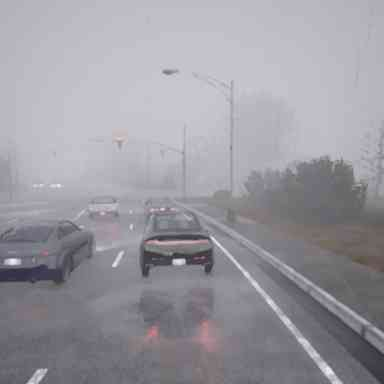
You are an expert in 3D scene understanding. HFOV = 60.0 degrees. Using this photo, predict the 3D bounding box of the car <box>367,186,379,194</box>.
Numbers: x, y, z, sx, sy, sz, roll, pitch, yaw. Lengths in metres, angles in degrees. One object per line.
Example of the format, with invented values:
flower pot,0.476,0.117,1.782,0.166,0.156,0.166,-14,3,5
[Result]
car,33.137,-0.398,62.889,4.892,1.490,1.837,2,3,-24

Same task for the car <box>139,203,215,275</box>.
car,-0.546,1.314,9.936,2.128,1.511,4.902,0,1,-6

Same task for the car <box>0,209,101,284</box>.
car,-4.005,1.421,9.149,1.994,1.385,4.181,0,1,-5

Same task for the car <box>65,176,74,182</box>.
car,-32.127,-3.229,84.974,1.882,1.535,5.008,-2,4,-27

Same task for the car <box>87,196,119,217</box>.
car,-5.949,0.933,22.767,1.895,1.301,4.718,-1,3,-11

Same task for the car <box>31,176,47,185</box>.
car,-32.816,-2.257,70.978,1.994,1.385,4.181,-2,4,-27

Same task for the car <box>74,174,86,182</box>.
car,-29.026,-3.590,86.575,2.150,2.045,5.566,-2,4,-27

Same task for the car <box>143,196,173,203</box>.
car,-2.120,0.933,21.476,2.033,1.411,5.357,-1,3,-11

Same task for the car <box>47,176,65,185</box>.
car,-29.692,-2.390,72.551,2.128,1.511,4.902,-2,4,-27
